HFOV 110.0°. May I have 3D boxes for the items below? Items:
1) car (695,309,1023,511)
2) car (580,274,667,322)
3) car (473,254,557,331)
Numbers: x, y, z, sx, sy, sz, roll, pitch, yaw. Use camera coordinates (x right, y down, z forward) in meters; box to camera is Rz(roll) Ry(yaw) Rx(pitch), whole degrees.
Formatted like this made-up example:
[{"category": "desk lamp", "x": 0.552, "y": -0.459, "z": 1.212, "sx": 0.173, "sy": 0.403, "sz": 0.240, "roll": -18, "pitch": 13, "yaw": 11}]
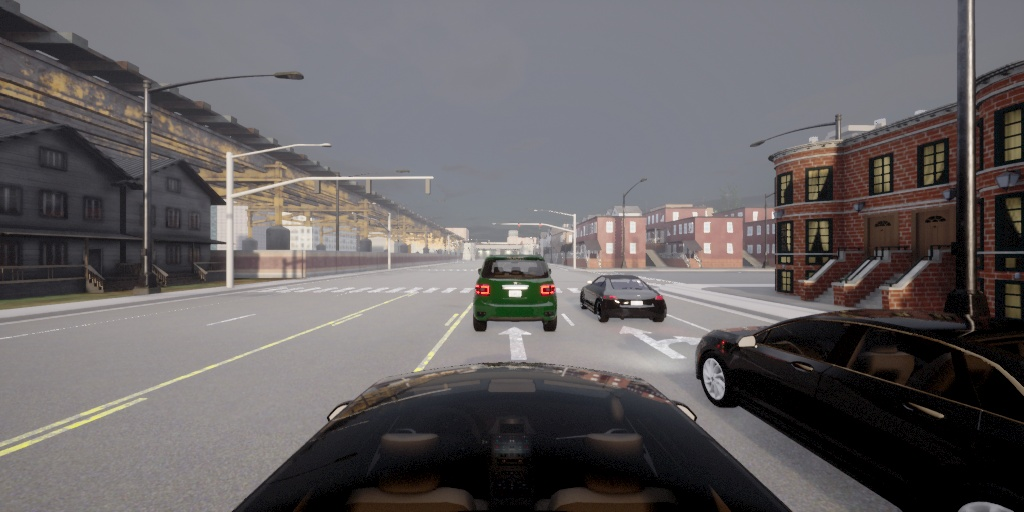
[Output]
[{"category": "car", "x": 3.599, "y": 1.255, "z": 3.323, "sx": 1.837, "sy": 1.490, "sz": 4.892, "roll": 0, "pitch": 0, "yaw": 0}, {"category": "car", "x": 3.586, "y": 1.314, "z": 12.235, "sx": 1.994, "sy": 1.385, "sz": 4.181, "roll": 0, "pitch": 0, "yaw": 1}, {"category": "car", "x": 0.086, "y": 0.971, "z": 11.066, "sx": 2.150, "sy": 2.045, "sz": 5.566, "roll": 0, "pitch": 0, "yaw": 0}]
